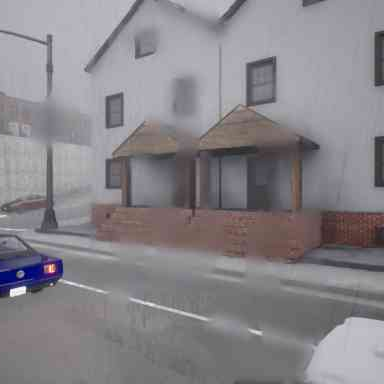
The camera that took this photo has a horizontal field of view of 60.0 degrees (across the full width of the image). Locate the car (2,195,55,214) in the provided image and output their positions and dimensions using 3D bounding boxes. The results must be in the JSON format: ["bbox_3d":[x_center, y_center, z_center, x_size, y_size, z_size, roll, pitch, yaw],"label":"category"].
[{"bbox_3d":[-14.331,0.973,29.257,1.994,1.385,4.181,0,7,35],"label":"car"}]

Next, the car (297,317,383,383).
[{"bbox_3d":[3.015,1.601,1.829,4.718,1.301,1.895,0,0,36],"label":"car"}]

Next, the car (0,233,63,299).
[{"bbox_3d":[-5.096,1.601,7.616,4.718,1.301,1.895,0,0,36],"label":"car"}]
